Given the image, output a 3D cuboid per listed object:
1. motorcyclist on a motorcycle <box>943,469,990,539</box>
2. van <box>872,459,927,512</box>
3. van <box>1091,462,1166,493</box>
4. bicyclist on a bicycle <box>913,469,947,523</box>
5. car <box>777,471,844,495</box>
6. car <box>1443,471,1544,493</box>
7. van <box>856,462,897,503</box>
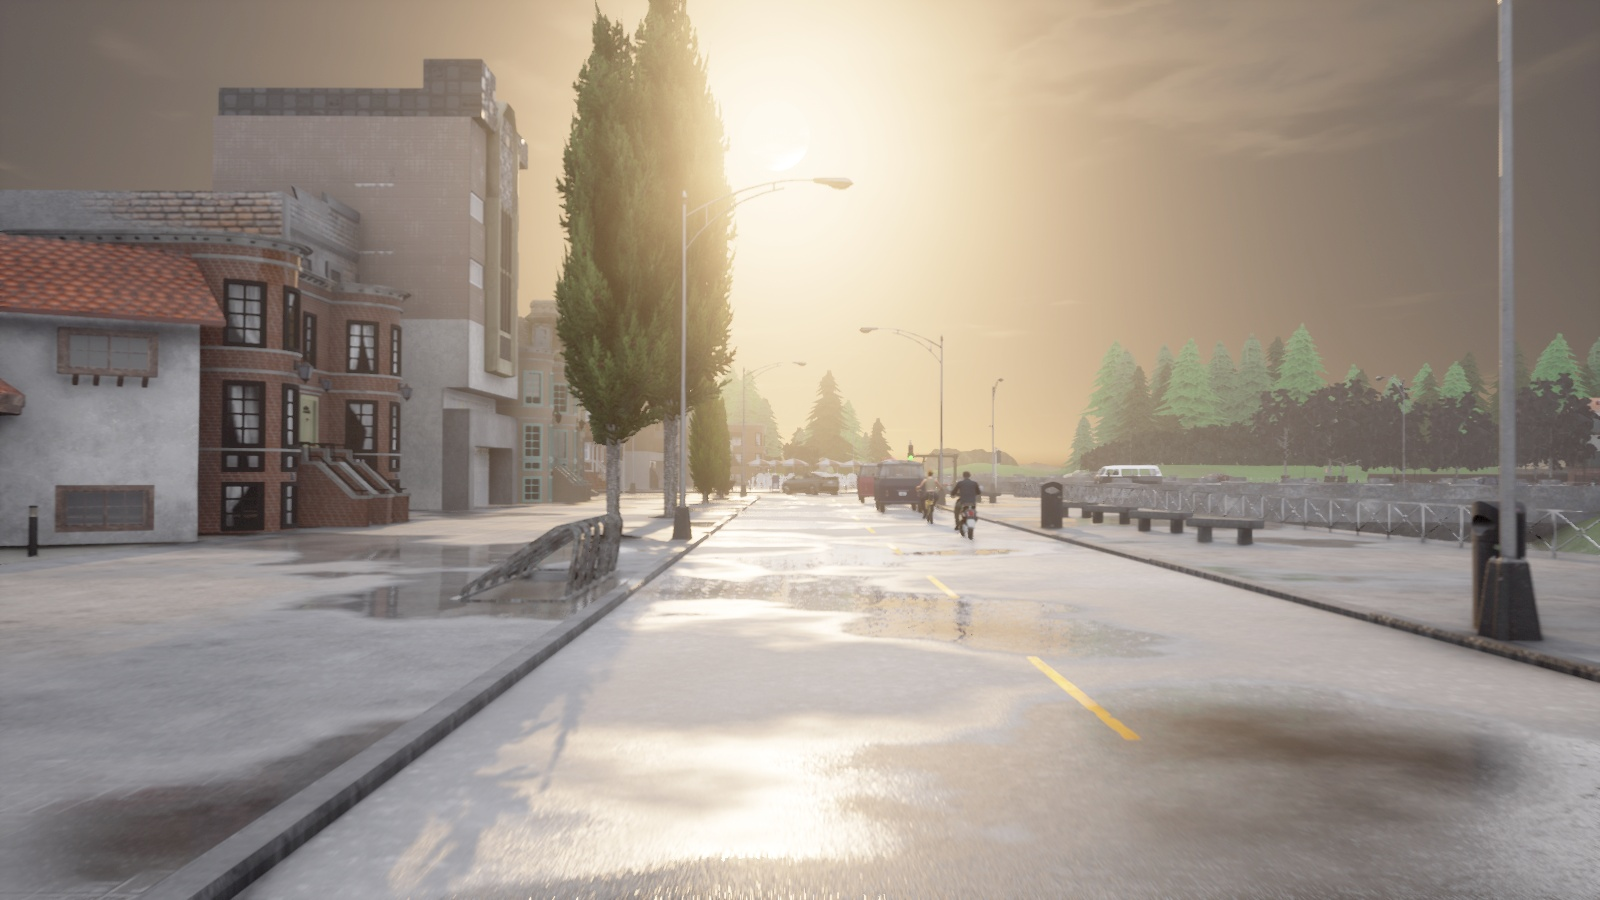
[{"bbox_3d":[3.922,1.249,29.691,0.866,1.590,1.817,0,-1,0],"label":"motorcyclist on a motorcycle"},{"bbox_3d":[3.870,1.380,49.485,1.775,1.987,4.442,0,-1,0],"label":"van"},{"bbox_3d":[22.209,1.873,85.050,4.480,2.038,2.069,0,-1,0],"label":"van"},{"bbox_3d":[3.896,1.369,37.822,0.866,1.612,1.509,0,-1,0],"label":"bicyclist on a bicycle"},{"bbox_3d":[0.653,2.120,81.305,2.007,1.525,4.514,1,-1,-36],"label":"car"},{"bbox_3d":[44.750,2.042,81.148,5.357,1.411,2.033,0,-1,1],"label":"car"},{"bbox_3d":[3.833,1.619,63.715,1.775,1.987,4.442,0,-1,0],"label":"van"}]
